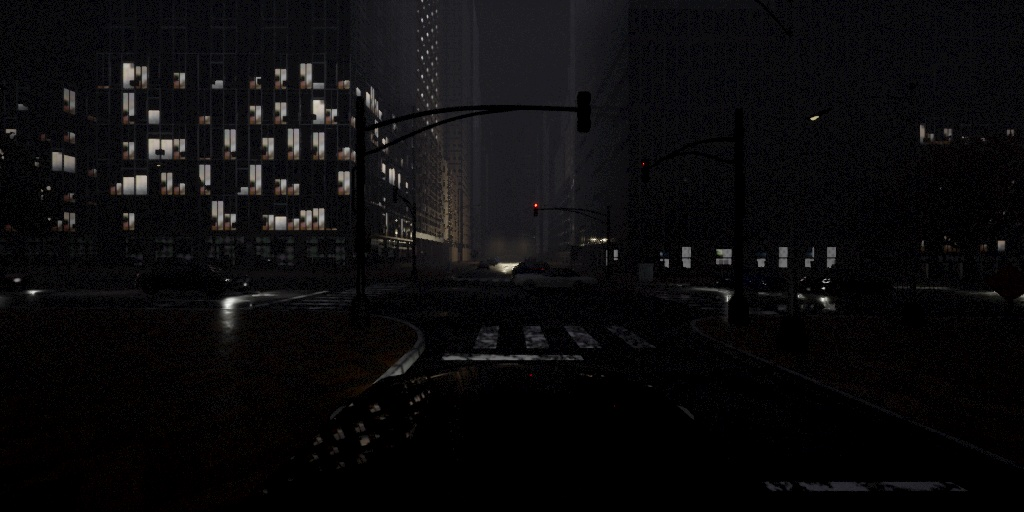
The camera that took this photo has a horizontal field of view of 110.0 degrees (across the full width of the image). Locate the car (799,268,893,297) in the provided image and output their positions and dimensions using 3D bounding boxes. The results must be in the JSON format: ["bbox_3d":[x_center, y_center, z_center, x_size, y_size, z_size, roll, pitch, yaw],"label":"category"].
[{"bbox_3d":[20.409,1.494,22.048,4.553,1.767,2.097,1,0,-3],"label":"car"}]

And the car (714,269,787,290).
[{"bbox_3d":[16.666,1.600,25.127,4.674,1.442,1.812,1,0,-3],"label":"car"}]

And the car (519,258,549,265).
[{"bbox_3d":[1.440,1.247,31.485,1.882,1.535,5.008,-2,0,-13],"label":"car"}]

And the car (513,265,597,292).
[{"bbox_3d":[2.455,1.393,21.196,4.718,1.301,1.895,1,0,-3],"label":"car"}]

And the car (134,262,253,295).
[{"bbox_3d":[-14.958,1.026,16.940,4.674,1.442,1.812,1,0,-1],"label":"car"}]

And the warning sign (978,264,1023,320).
[{"bbox_3d":[17.269,1.204,12.442,1.060,1.860,1.300,0,0,-3],"label":"warning sign"}]

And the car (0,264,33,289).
[{"bbox_3d":[-25.295,0.801,16.457,4.902,1.511,2.128,1,0,-3],"label":"car"}]

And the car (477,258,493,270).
[{"bbox_3d":[-4.051,1.342,51.726,1.802,1.307,4.207,0,0,0],"label":"car"}]

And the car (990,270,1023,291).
[{"bbox_3d":[38.061,1.809,26.116,4.553,1.767,2.097,1,0,-3],"label":"car"}]
